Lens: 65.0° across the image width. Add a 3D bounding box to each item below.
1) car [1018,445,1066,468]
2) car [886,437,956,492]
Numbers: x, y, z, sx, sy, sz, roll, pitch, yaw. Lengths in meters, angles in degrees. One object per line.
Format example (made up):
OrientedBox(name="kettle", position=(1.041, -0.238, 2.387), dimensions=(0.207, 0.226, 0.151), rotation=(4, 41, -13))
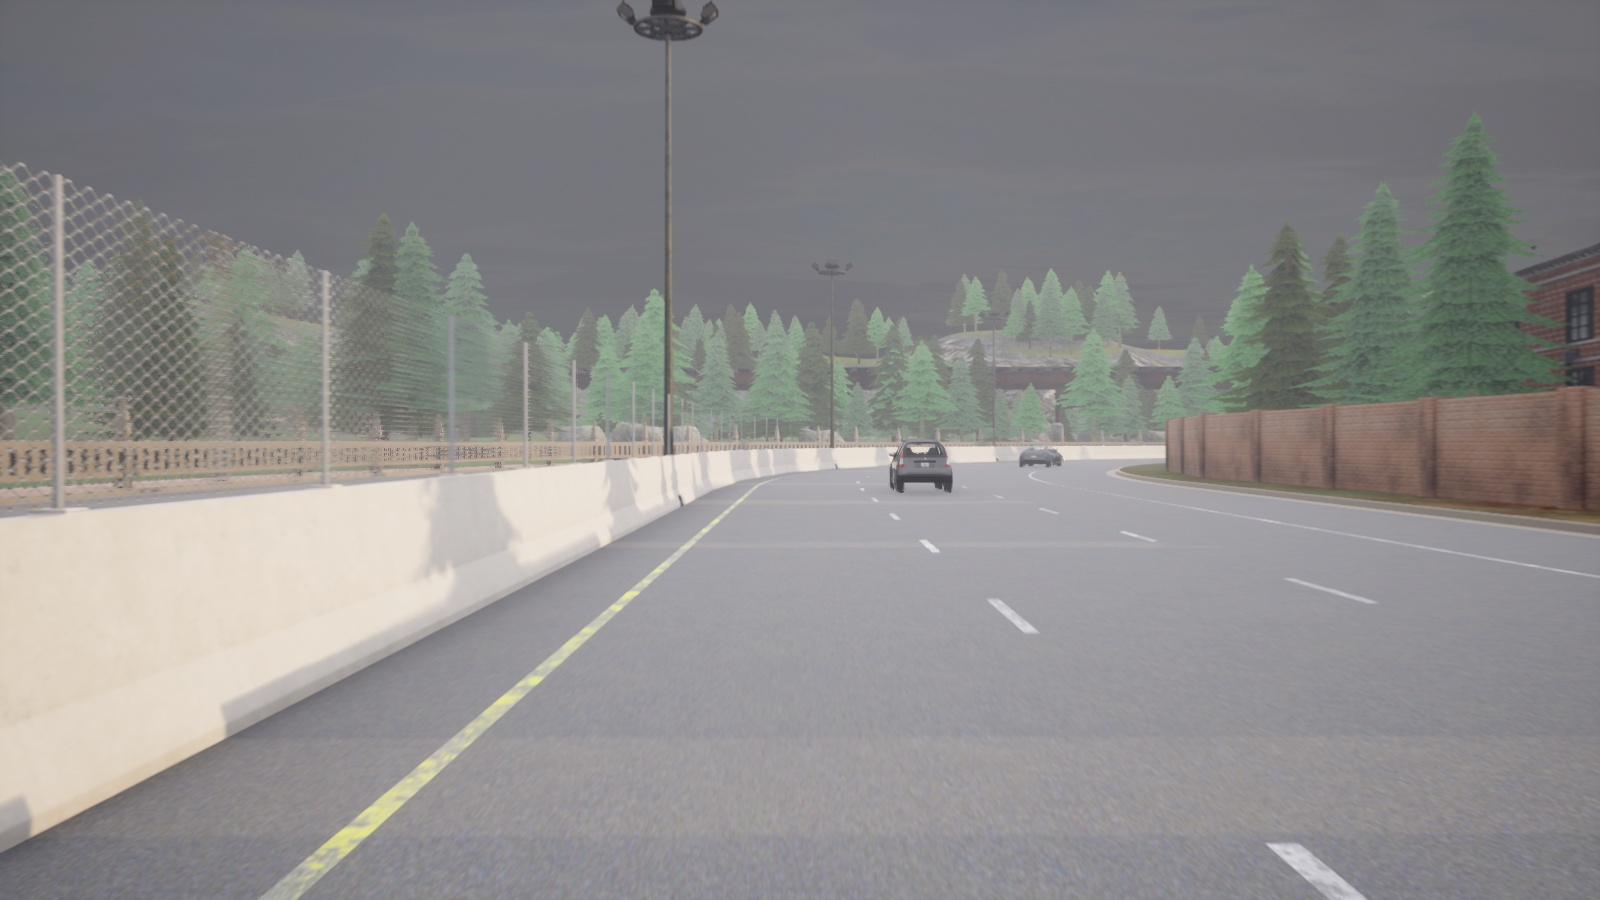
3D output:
OrientedBox(name="car", position=(14.899, 0.382, 77.116), dimensions=(1.994, 1.385, 4.181), rotation=(0, 0, 24))
OrientedBox(name="car", position=(3.741, 0.423, 39.394), dimensions=(1.851, 1.617, 3.988), rotation=(0, 0, 0))
